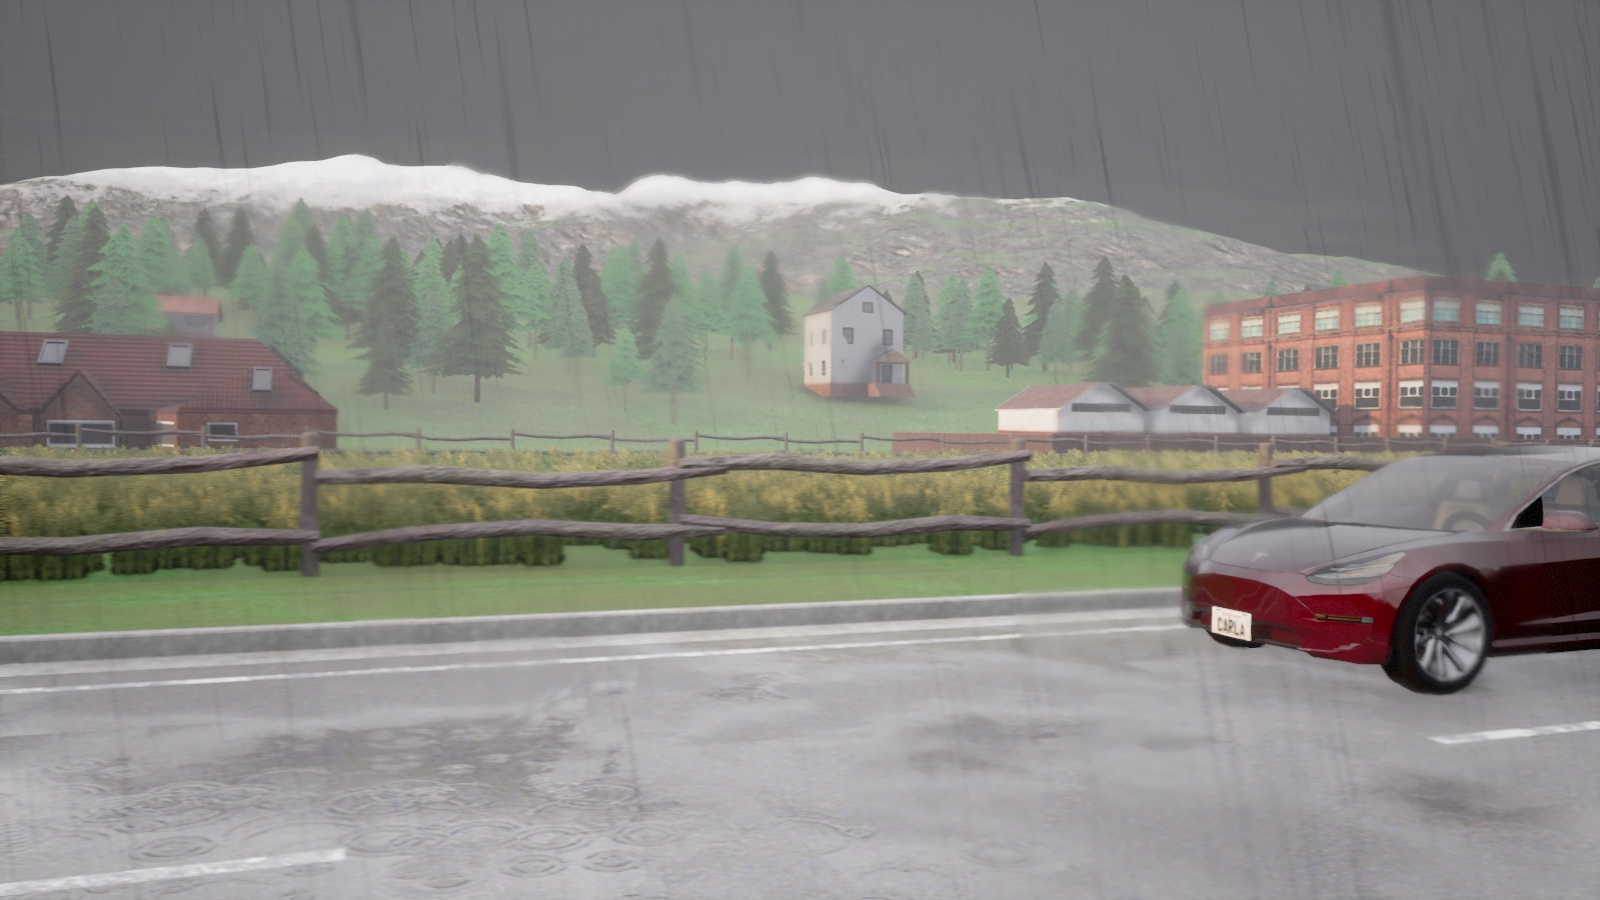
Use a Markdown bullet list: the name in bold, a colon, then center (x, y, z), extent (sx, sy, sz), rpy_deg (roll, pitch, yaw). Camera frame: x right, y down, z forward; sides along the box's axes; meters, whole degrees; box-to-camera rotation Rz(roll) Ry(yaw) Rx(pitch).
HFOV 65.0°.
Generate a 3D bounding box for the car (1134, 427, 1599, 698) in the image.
- **car**: center (5.041, 0.599, 8.896), extent (4.792, 1.488, 2.163), rpy_deg (-1, 1, -21)
